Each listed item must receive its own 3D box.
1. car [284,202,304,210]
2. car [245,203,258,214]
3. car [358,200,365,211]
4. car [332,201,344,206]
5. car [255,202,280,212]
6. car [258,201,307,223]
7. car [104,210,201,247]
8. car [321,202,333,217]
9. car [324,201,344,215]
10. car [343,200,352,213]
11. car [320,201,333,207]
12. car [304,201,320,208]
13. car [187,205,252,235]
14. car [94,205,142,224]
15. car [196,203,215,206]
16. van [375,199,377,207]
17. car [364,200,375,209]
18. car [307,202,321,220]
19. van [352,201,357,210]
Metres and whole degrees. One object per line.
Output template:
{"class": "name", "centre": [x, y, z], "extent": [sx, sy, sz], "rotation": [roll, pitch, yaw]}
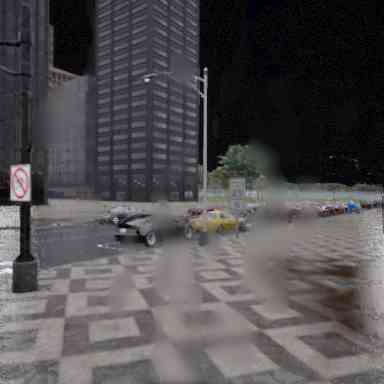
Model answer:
{"class": "car", "centre": [17.583, 2.357, 57.402], "extent": [2.008, 1.369, 4.403], "rotation": [-1, -1, 36]}
{"class": "car", "centre": [7.751, 2.073, 43.618], "extent": [2.008, 1.369, 4.403], "rotation": [-1, -1, 36]}
{"class": "car", "centre": [27.797, 2.516, 57.042], "extent": [2.008, 1.369, 4.403], "rotation": [-1, -1, 36]}
{"class": "car", "centre": [37.246, 2.899, 84.970], "extent": [2.008, 1.369, 4.403], "rotation": [-1, -1, 36]}
{"class": "car", "centre": [11.028, 2.168, 48.213], "extent": [2.008, 1.369, 4.403], "rotation": [-1, -1, 36]}
{"class": "car", "centre": [8.134, 1.716, 29.478], "extent": [2.192, 1.841, 5.009], "rotation": [-1, -1, 36]}
{"class": "car", "centre": [-1.697, 1.700, 15.689], "extent": [1.947, 1.339, 4.313], "rotation": [-1, -1, 36]}
{"class": "car", "centre": [14.692, 2.170, 38.667], "extent": [1.802, 1.307, 4.206], "rotation": [-1, -1, 36]}
{"class": "car", "centre": [17.965, 2.228, 43.257], "extent": [1.887, 1.381, 4.507], "rotation": [-1, -1, 36]}
{"class": "car", "centre": [21.242, 2.219, 47.855], "extent": [1.967, 1.590, 4.097], "rotation": [-1, -1, 36]}
{"class": "car", "centre": [30.691, 2.753, 75.780], "extent": [1.802, 1.307, 4.206], "rotation": [-1, -1, 36]}
{"class": "car", "centre": [24.137, 2.535, 66.592], "extent": [1.887, 1.381, 4.507], "rotation": [-1, -1, 36]}
{"class": "car", "centre": [1.678, 1.749, 20.422], "extent": [1.752, 1.417, 4.829], "rotation": [-1, -1, 36]}
{"class": "car", "centre": [-5.355, 1.705, 25.240], "extent": [2.008, 1.369, 4.403], "rotation": [0, -1, 36]}
{"class": "car", "centre": [1.198, 1.879, 34.430], "extent": [1.887, 1.381, 4.507], "rotation": [-1, -1, 36]}
{"class": "van", "centre": [37.630, 2.579, 70.832], "extent": [1.690, 1.788, 3.998], "rotation": [-1, -1, 36]}
{"class": "car", "centre": [34.352, 2.463, 66.237], "extent": [2.192, 1.841, 5.009], "rotation": [-1, -1, 36]}
{"class": "car", "centre": [11.410, 2.038, 34.068], "extent": [1.887, 1.381, 4.507], "rotation": [-1, -1, 36]}
{"class": "van", "centre": [24.520, 2.213, 52.451], "extent": [1.690, 1.788, 3.998], "rotation": [-1, -1, 36]}
